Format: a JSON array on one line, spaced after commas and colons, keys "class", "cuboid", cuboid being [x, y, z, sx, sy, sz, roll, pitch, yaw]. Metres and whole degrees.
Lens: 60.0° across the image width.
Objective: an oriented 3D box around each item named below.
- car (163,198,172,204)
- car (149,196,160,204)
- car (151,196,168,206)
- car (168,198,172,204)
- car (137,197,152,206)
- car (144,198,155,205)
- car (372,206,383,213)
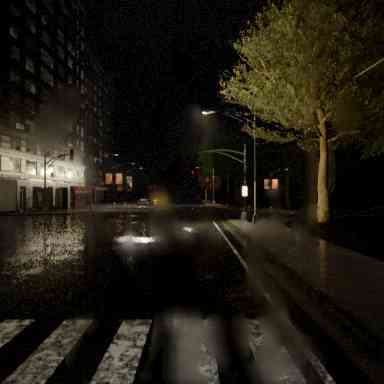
[{"class": "car", "cuboid": [-6.290, 2.262, 86.158, 1.812, 1.442, 4.674, 0, -1, 0]}, {"class": "car", "cuboid": [-9.541, 1.959, 85.903, 2.150, 2.045, 5.566, 0, -1, 0]}, {"class": "car", "cuboid": [-6.341, 1.924, 65.955, 1.882, 1.535, 5.008, 0, -1, 0]}, {"class": "car", "cuboid": [-6.316, 2.125, 75.955, 2.033, 1.411, 5.357, 0, -1, 0]}, {"class": "car", "cuboid": [-9.591, 2.007, 65.629, 1.994, 1.385, 4.181, 0, -1, 0]}, {"class": "car", "cuboid": [-9.567, 2.131, 75.497, 1.994, 1.385, 4.181, 0, -1, 0]}, {"class": "car", "cuboid": [41.790, 3.910, 74.394, 4.892, 1.490, 1.837, 4, -3, -45]}]
